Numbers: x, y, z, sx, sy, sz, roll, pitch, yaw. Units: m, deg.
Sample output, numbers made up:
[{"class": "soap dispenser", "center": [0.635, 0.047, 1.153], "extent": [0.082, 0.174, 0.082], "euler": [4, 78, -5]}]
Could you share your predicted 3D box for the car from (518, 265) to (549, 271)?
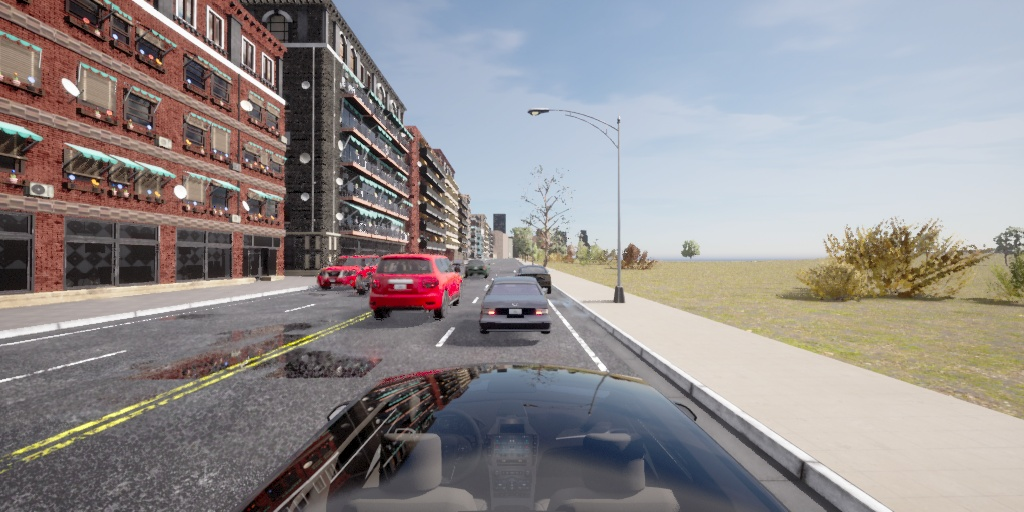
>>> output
[{"class": "car", "center": [1.118, 1.230, 20.350], "extent": [1.882, 1.535, 5.008], "euler": [0, 0, 0]}]

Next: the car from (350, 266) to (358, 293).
[{"class": "car", "center": [-6.618, 1.316, 19.163], "extent": [1.994, 1.385, 4.181], "euler": [0, 0, 0]}]

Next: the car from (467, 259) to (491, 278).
[{"class": "car", "center": [-3.177, 1.103, 33.916], "extent": [2.097, 1.767, 4.553], "euler": [0, 0, 0]}]

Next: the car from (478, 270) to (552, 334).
[{"class": "car", "center": [0.093, 1.299, 10.586], "extent": [2.033, 1.411, 5.357], "euler": [0, 0, 0]}]

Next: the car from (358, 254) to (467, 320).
[{"class": "car", "center": [-3.162, 0.972, 12.825], "extent": [2.150, 2.045, 5.566], "euler": [0, 0, 0]}]

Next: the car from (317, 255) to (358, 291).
[{"class": "car", "center": [-9.872, 0.973, 22.504], "extent": [2.150, 2.045, 5.566], "euler": [0, 0, 0]}]
